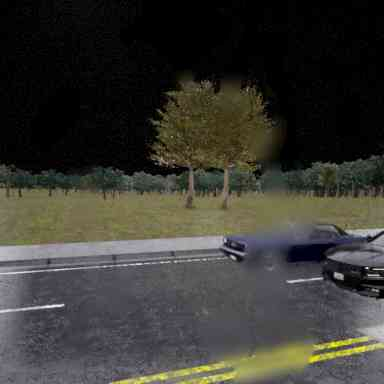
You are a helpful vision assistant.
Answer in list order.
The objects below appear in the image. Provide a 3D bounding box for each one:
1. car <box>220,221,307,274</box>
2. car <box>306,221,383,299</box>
[{"bbox_3d":[3.309,1.602,10.453,4.718,1.301,1.895,0,0,-19],"label":"car"},{"bbox_3d":[5.420,1.480,7.745,5.008,1.535,1.882,0,0,-19],"label":"car"}]
